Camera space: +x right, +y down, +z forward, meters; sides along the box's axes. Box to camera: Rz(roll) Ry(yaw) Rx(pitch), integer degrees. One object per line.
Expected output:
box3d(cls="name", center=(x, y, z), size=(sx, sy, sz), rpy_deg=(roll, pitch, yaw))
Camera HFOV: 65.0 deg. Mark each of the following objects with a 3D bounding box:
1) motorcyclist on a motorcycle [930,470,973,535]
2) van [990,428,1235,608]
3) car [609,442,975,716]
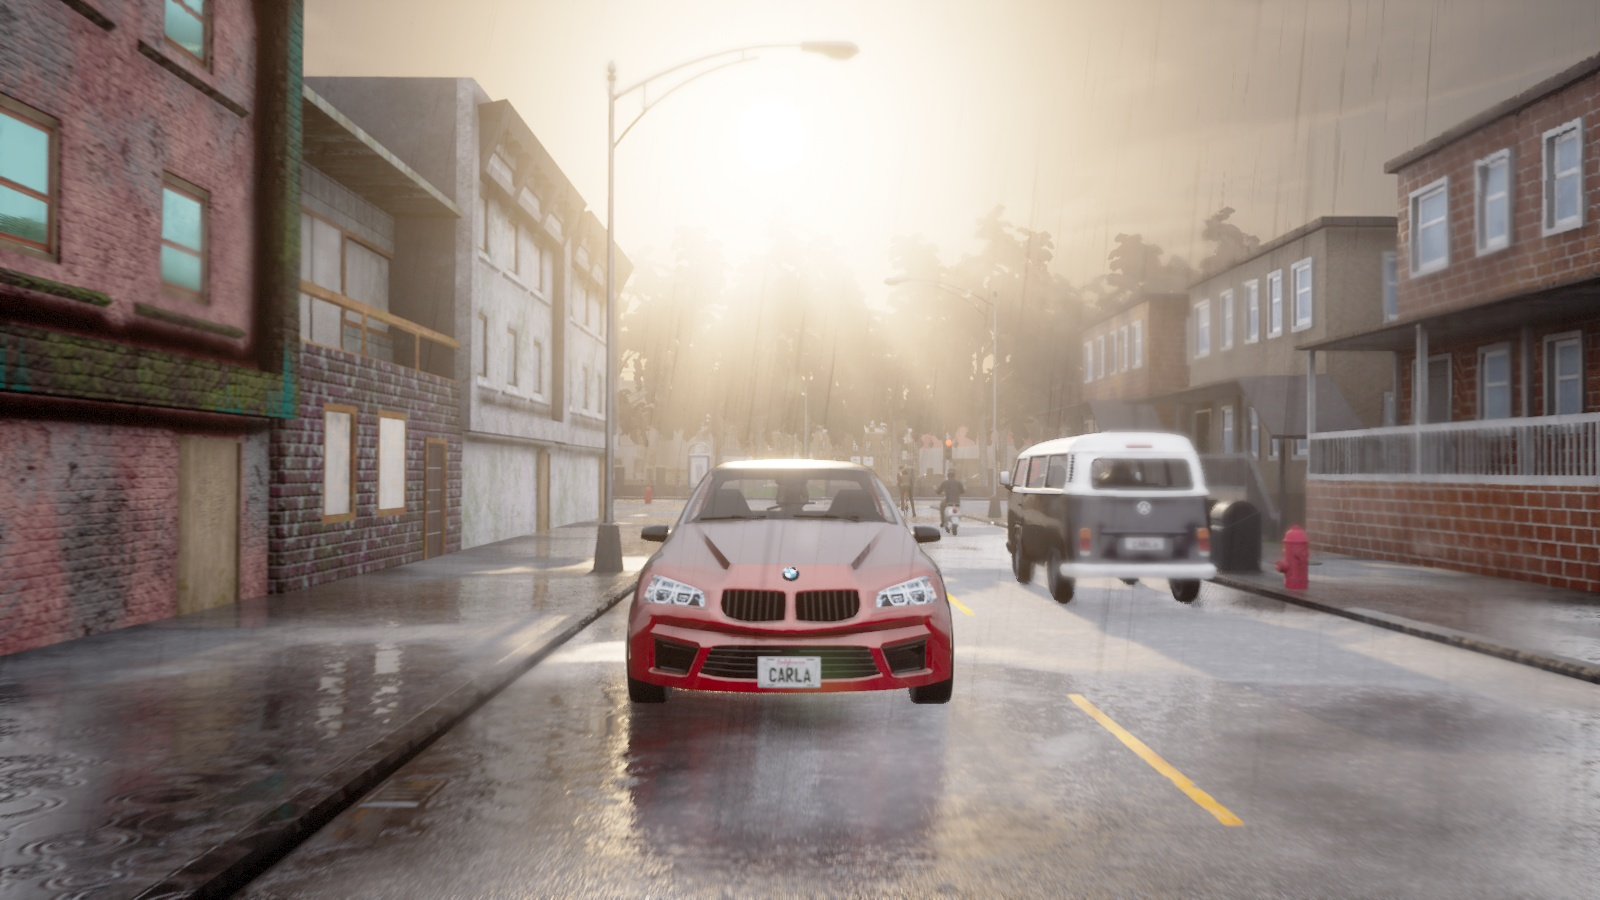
box3d(cls="motorcyclist on a motorcycle", center=(3.815, 1.304, 31.776), size=(0.866, 1.590, 1.817), rpy_deg=(0, -1, 0))
box3d(cls="van", center=(3.900, 0.810, 16.532), size=(2.069, 2.038, 4.480), rpy_deg=(0, -1, 0))
box3d(cls="car", center=(-0.063, 0.835, 10.015), size=(2.242, 1.667, 4.611), rpy_deg=(0, -1, 0))
